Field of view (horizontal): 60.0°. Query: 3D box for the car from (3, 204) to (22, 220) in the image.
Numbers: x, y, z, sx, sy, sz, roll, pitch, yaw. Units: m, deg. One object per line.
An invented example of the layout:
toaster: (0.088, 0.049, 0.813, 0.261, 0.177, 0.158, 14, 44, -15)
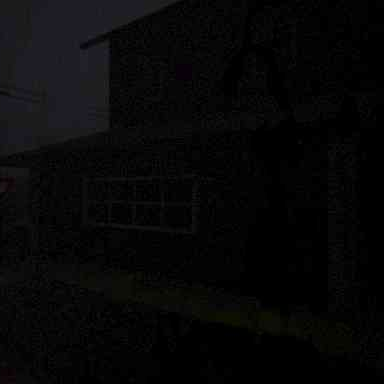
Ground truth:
car: (-14.951, 1.501, 23.942, 1.882, 1.535, 5.008, 0, 0, 37)
